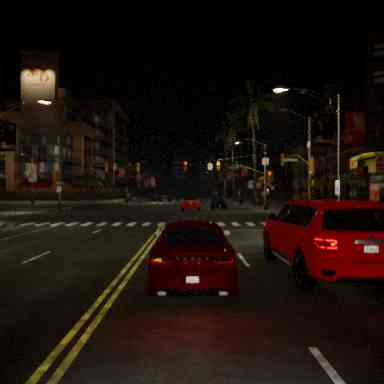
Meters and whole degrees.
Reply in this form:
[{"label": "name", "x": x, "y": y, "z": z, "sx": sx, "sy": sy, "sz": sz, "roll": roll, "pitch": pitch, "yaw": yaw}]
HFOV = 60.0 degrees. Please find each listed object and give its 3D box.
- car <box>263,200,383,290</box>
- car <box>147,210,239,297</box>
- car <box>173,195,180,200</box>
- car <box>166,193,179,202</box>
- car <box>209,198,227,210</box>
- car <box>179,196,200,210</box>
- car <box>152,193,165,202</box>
[{"label": "car", "x": 3.511, "y": 1.210, "z": 9.196, "sx": 2.150, "sy": 2.045, "sz": 5.566, "roll": 0, "pitch": 0, "yaw": 0}, {"label": "car", "x": 0.014, "y": 1.467, "z": 8.621, "sx": 1.882, "sy": 1.535, "sz": 5.008, "roll": 0, "pitch": 0, "yaw": 0}, {"label": "car", "x": -4.078, "y": 1.420, "z": 88.199, "sx": 1.812, "sy": 1.442, "sz": 4.674, "roll": 0, "pitch": 0, "yaw": 0}, {"label": "car", "x": -3.977, "y": 1.139, "z": 72.983, "sx": 2.150, "sy": 2.045, "sz": 5.566, "roll": 0, "pitch": 0, "yaw": 0}, {"label": "car", "x": 3.328, "y": 1.475, "z": 42.246, "sx": 1.812, "sy": 1.442, "sz": 4.674, "roll": 0, "pitch": 0, "yaw": 0}, {"label": "car", "x": -0.164, "y": 1.303, "z": 40.796, "sx": 2.097, "sy": 1.767, "sz": 4.553, "roll": 0, "pitch": 0, "yaw": 0}, {"label": "car", "x": -7.472, "y": 1.467, "z": 72.205, "sx": 1.994, "sy": 1.385, "sz": 4.181, "roll": 0, "pitch": 0, "yaw": 0}]
